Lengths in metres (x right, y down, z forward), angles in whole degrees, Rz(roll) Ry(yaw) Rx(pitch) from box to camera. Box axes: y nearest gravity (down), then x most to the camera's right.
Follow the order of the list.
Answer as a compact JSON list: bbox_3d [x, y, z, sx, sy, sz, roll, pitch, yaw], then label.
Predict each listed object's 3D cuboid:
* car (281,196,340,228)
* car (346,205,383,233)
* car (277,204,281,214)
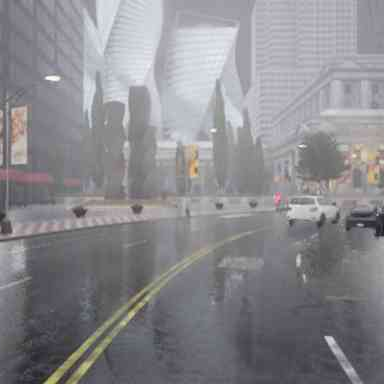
[{"bbox_3d":[8.680,1.319,23.526,2.150,2.045,5.566,0,-1,39],"label":"car"},{"bbox_3d":[10.941,1.597,20.661,1.837,1.490,4.892,-1,-1,37],"label":"car"},{"bbox_3d":[11.105,1.505,35.407,4.553,1.767,2.097,0,0,-35],"label":"car"}]
